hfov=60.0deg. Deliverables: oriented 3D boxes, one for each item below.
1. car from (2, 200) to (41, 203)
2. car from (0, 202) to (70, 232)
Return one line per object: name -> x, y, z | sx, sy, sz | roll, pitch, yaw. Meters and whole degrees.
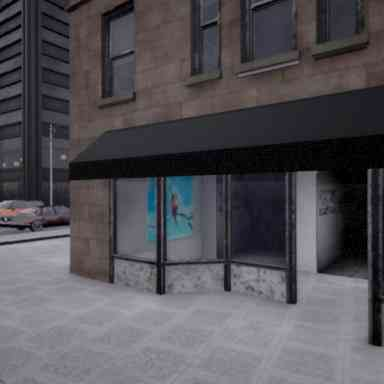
car -> -11.317, 1.310, 20.982 | 2.097, 1.767, 4.553 | 0, 0, 35
car -> -8.400, 1.491, 19.734 | 2.033, 1.411, 5.357 | 0, 0, 35
